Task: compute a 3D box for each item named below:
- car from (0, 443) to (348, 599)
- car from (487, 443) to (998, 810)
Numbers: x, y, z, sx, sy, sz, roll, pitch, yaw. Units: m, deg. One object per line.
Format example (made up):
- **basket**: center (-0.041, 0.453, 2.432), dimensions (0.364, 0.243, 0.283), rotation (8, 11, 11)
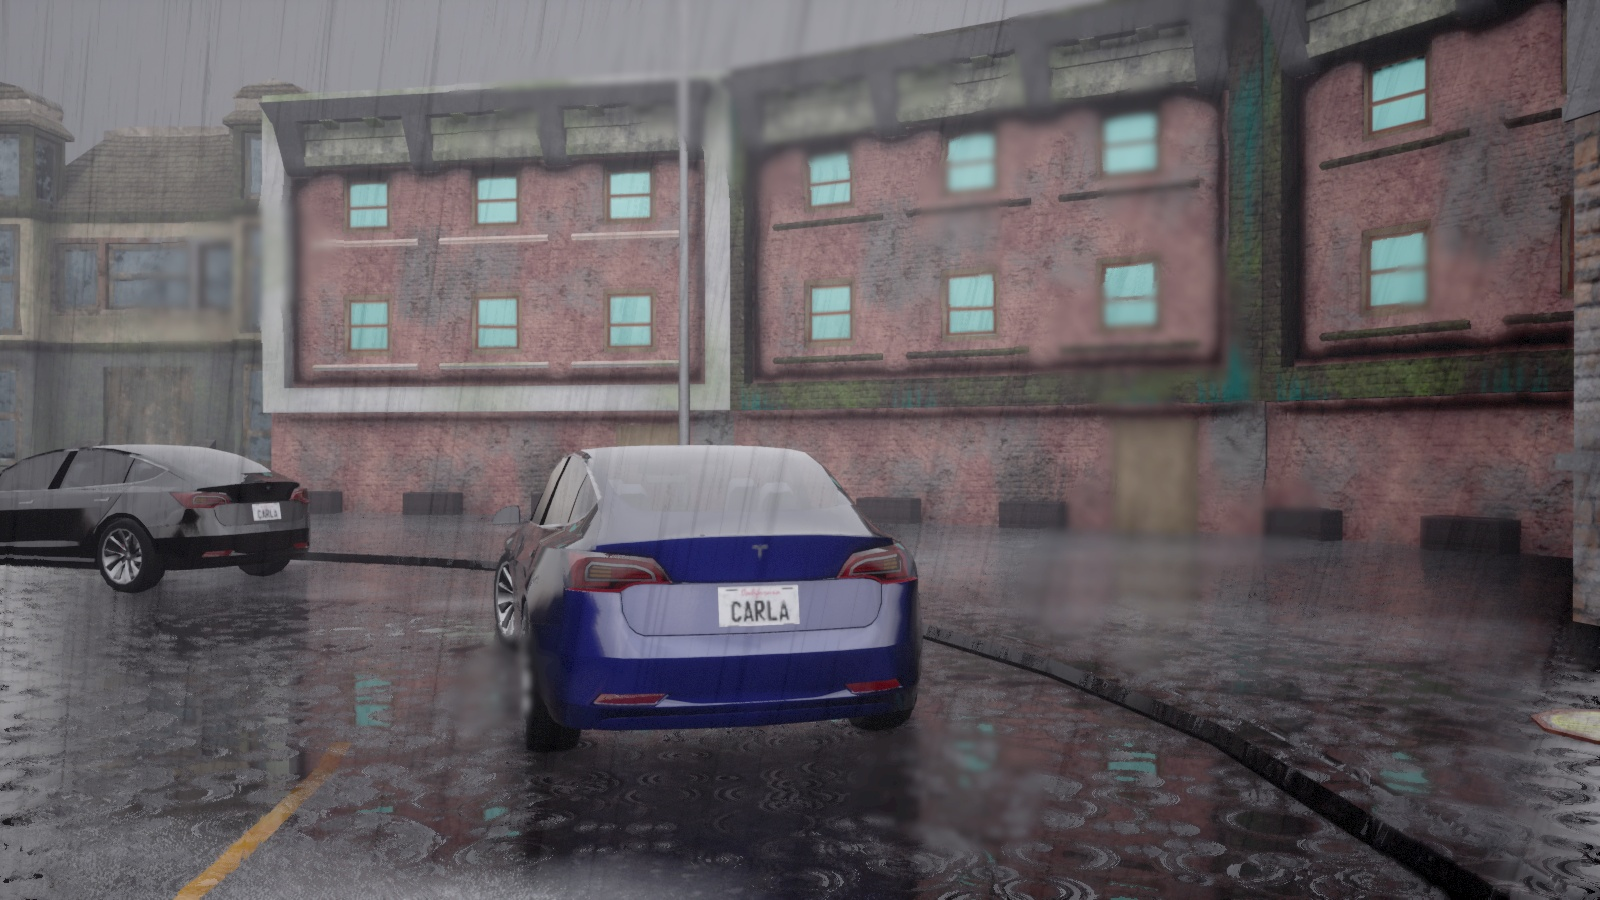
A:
- **car**: center (-7.658, 0.663, 13.905), dimensions (4.792, 1.488, 2.163), rotation (0, 0, 23)
- **car**: center (-0.768, 0.704, 7.696), dimensions (2.163, 1.488, 4.792), rotation (0, 0, -15)
